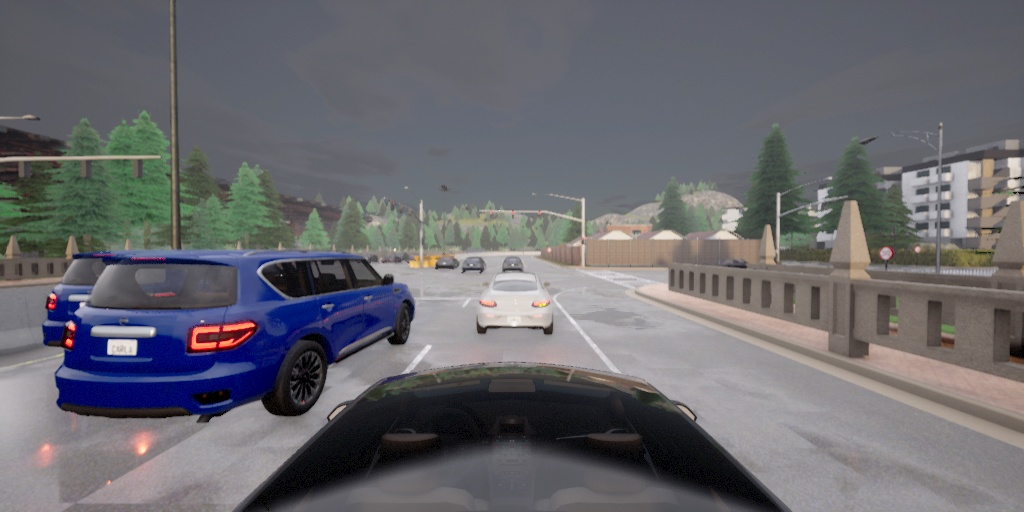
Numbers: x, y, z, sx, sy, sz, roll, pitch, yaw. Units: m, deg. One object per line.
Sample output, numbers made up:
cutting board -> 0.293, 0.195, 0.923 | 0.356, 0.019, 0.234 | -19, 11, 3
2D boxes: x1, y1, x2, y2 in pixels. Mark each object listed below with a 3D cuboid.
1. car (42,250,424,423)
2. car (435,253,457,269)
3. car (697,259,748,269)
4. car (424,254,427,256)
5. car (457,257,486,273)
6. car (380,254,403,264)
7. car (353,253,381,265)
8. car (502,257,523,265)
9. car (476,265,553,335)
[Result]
car -> -3.487, 0.914, 6.070 | 2.150, 2.045, 5.566 | 0, 1, 4
car -> -6.941, 0.701, 38.781 | 1.994, 1.385, 4.181 | 0, 1, 0
car -> 18.037, 0.890, 29.979 | 4.718, 1.301, 1.895 | 0, 1, 2
car -> -14.135, 0.460, 52.707 | 1.994, 1.385, 4.181 | 0, 1, 0
car -> -3.435, 0.786, 32.866 | 2.033, 1.411, 5.357 | 0, 1, 0
car -> -17.634, 0.462, 52.583 | 1.994, 1.385, 4.181 | 0, 1, 0
car -> -21.132, 0.392, 52.472 | 2.128, 1.511, 4.902 | 0, 1, 0
car -> 0.065, 0.786, 32.876 | 2.033, 1.411, 5.357 | 0, 1, 0
car -> 0.110, 1.159, 9.991 | 1.812, 1.442, 4.674 | 0, 1, 2
